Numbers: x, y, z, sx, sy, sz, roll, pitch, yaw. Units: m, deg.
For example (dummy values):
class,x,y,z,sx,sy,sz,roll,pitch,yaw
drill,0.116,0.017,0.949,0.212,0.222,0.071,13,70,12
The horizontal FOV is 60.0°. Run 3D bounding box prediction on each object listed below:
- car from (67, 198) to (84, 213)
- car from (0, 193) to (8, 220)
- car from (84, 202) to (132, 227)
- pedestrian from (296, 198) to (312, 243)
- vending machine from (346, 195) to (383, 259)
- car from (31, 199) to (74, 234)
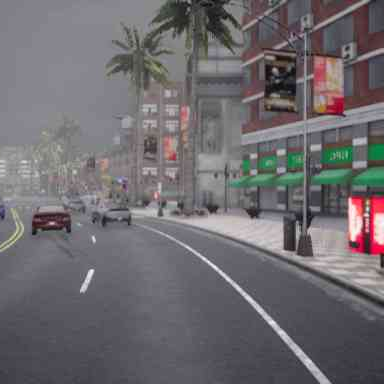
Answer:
class,x,y,z,sx,sy,sz,roll,pitch,yaw
car,-12.145,1.372,34.048,2.128,1.511,4.902,0,0,-28
car,-16.231,1.130,26.850,2.150,2.045,5.566,0,0,-29
car,-5.493,1.413,22.199,2.128,1.511,4.902,0,0,-28
pedestrian,4.039,1.098,11.951,0.375,1.860,0.375,0,0,-13
vending machine,6.073,1.153,11.449,1.100,2.100,0.880,0,0,-12
car,-8.031,1.411,18.921,1.882,1.535,5.008,0,0,-24
